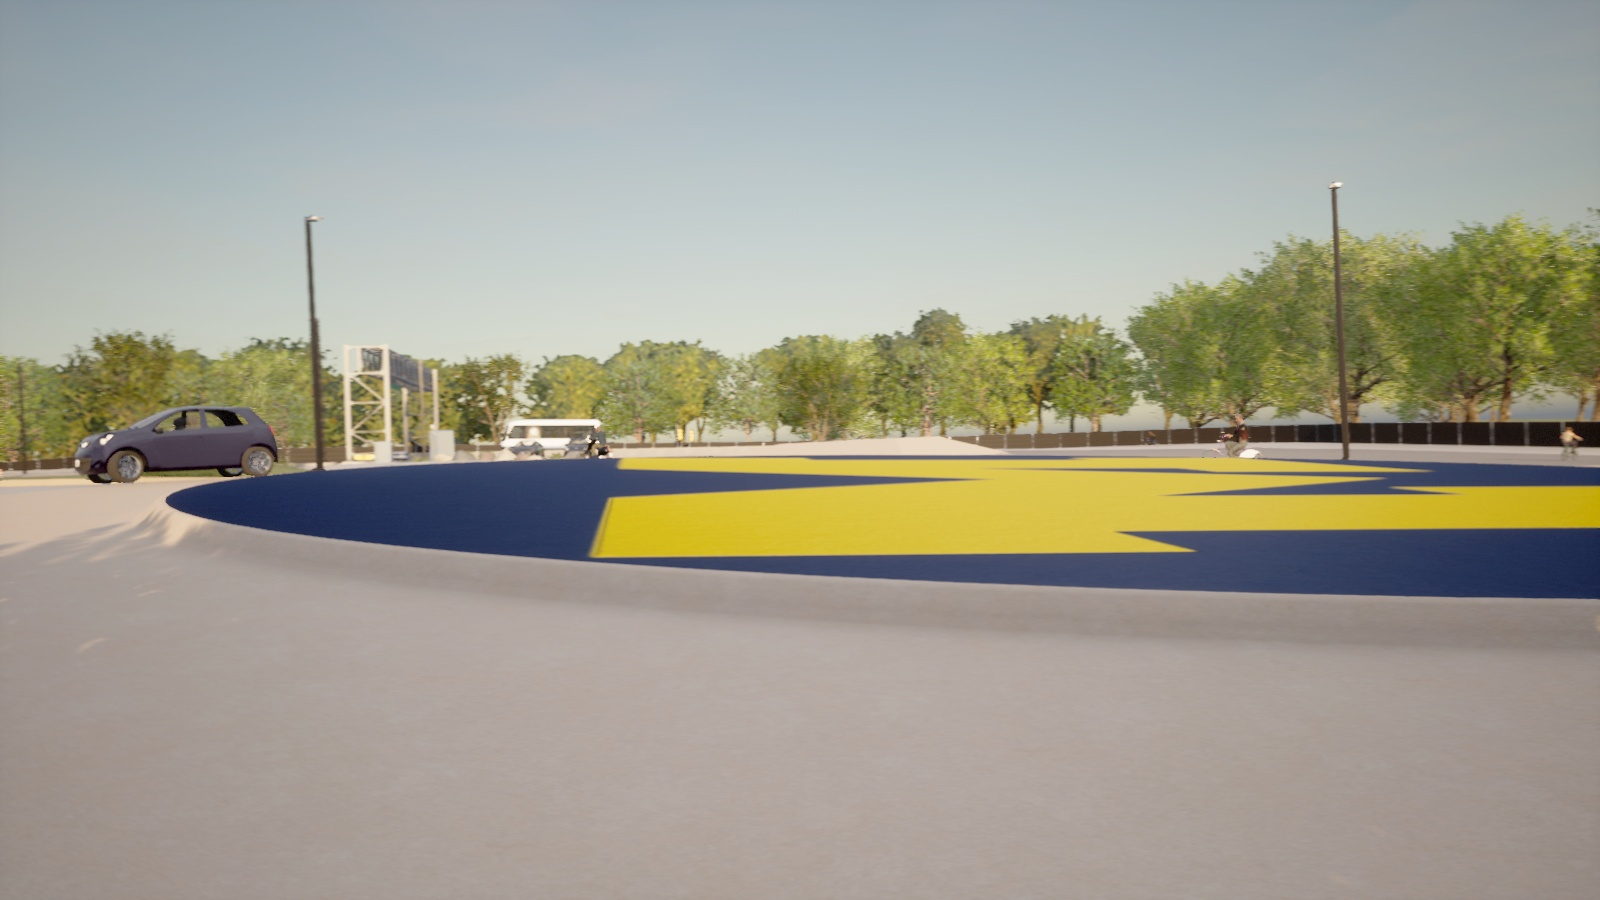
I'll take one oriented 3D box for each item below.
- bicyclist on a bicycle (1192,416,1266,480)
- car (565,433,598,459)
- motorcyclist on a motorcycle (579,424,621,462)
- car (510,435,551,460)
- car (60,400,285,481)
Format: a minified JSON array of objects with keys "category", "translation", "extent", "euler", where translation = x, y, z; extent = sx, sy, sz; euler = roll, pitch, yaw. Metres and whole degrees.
[{"category":"bicyclist on a bicycle","translation":[12.533,-0.070,36.745],"extent":[1.843,1.776,0.659],"euler":[2,3,4]},{"category":"car","translation":[-14.579,-0.246,84.057],"extent":[1.851,1.617,3.988],"euler":[-1,-1,-5]},{"category":"motorcyclist on a motorcycle","translation":[-8.649,-0.306,54.319],"extent":[1.817,1.590,0.866],"euler":[1,1,42]},{"category":"car","translation":[-18.239,-0.147,85.210],"extent":[2.007,1.525,4.514],"euler":[-1,-1,-3]},{"category":"car","translation":[-12.679,-0.210,25.487],"extent":[3.633,1.501,1.845],"euler":[-2,0,-45]}]
